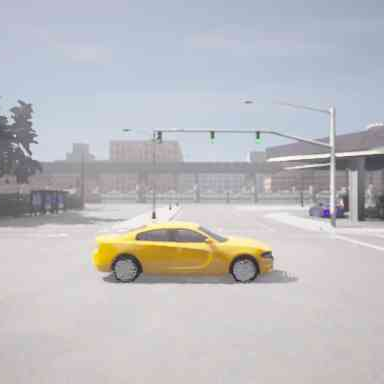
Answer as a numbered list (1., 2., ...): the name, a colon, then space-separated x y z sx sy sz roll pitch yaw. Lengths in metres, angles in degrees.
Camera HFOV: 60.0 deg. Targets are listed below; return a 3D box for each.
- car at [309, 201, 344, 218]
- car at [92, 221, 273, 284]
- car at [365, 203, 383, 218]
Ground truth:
1. car: 13.359 1.721 33.226 2.242 1.667 4.611 0 -1 1
2. car: -0.248 1.601 9.465 5.008 1.535 1.882 0 -1 1
3. car: 19.107 1.893 33.960 1.970 1.475 3.806 0 -1 1
